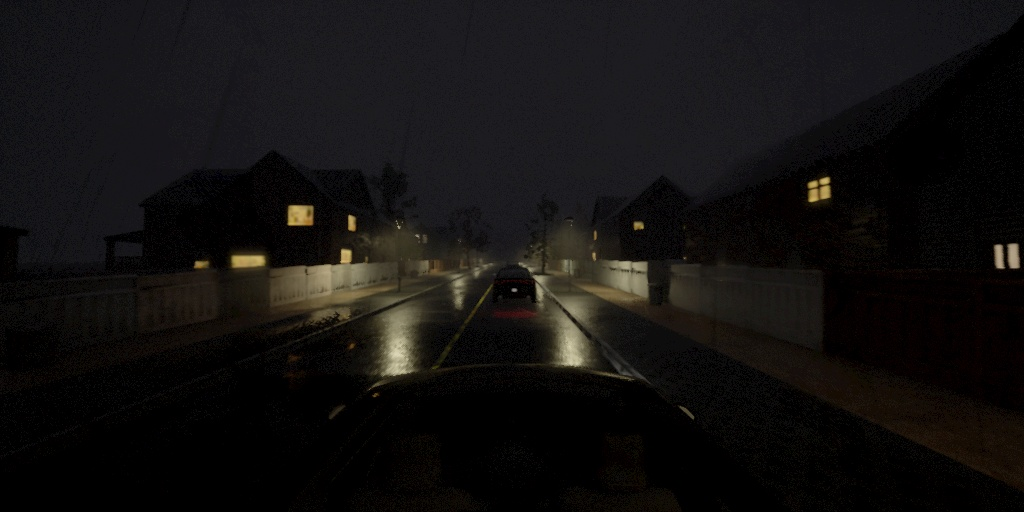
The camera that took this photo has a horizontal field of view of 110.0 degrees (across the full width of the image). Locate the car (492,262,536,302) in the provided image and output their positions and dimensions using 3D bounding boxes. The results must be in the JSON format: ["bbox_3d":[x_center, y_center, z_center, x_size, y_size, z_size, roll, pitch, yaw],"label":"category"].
[{"bbox_3d":[0.096,1.239,17.037,1.882,1.535,5.008,0,0,0],"label":"car"}]
